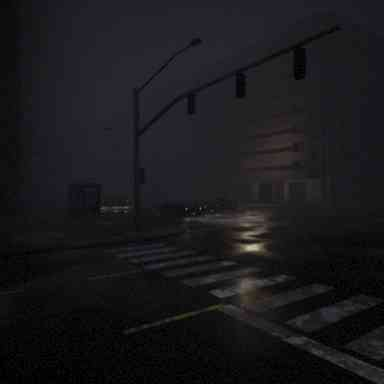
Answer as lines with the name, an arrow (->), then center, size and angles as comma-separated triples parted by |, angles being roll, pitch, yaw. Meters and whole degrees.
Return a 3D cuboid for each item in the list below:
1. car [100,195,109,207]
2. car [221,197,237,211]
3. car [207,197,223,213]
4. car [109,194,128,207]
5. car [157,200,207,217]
car -> -13.917, 1.208, 46.701 | 2.097, 1.767, 4.553 | -1, 1, -36
car -> 2.888, 1.289, 35.835 | 1.812, 1.442, 4.674 | -1, 0, -36
car -> 0.539, 1.410, 32.797 | 1.895, 1.301, 4.718 | -1, 1, -36
car -> -11.096, 1.163, 48.773 | 2.097, 1.767, 4.553 | -1, 1, -36
car -> -1.136, 1.455, 29.165 | 1.895, 1.301, 4.718 | -1, 1, -36
